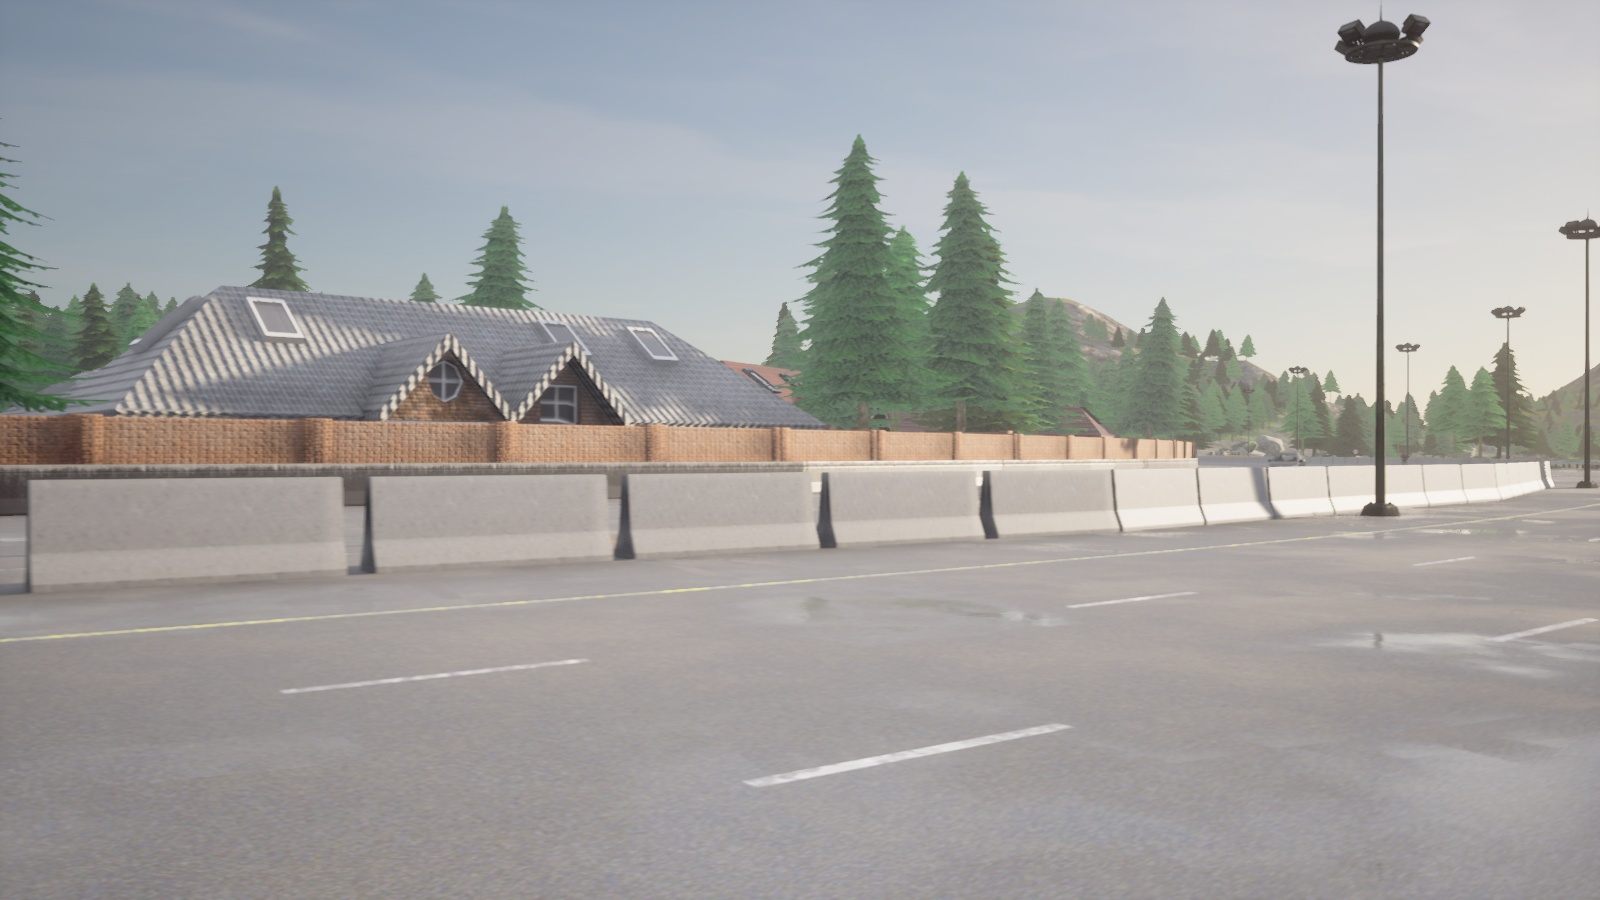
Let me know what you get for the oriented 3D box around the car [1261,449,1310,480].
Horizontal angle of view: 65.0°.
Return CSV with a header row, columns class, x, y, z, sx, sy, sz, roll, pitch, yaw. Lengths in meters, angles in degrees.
class,x,y,z,sx,sy,sz,roll,pitch,yaw
car,26.452,0.759,68.317,1.851,1.617,3.988,0,0,31
